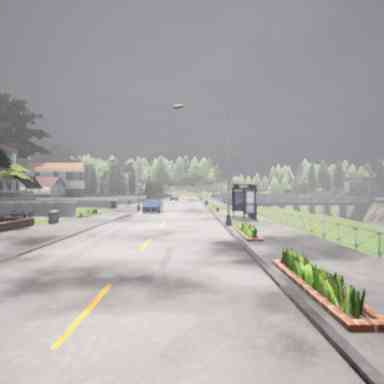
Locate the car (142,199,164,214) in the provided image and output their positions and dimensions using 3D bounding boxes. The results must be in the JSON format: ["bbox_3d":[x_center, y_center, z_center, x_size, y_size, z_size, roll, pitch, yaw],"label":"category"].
[{"bbox_3d":[-4.094,1.479,35.093,1.882,1.535,5.008,0,0,0],"label":"car"}]

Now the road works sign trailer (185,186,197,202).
[{"bbox_3d":[-0.005,0.466,78.697,2.380,3.560,2.880,0,0,0],"label":"road works sign trailer"}]

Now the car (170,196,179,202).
[{"bbox_3d":[-4.005,1.527,76.233,1.895,1.301,4.718,0,0,0],"label":"car"}]
